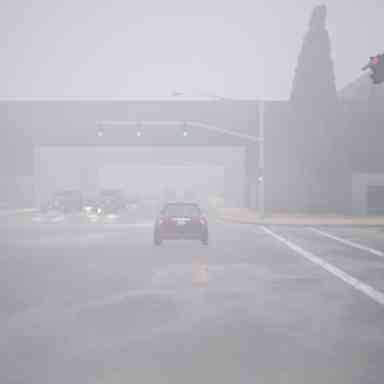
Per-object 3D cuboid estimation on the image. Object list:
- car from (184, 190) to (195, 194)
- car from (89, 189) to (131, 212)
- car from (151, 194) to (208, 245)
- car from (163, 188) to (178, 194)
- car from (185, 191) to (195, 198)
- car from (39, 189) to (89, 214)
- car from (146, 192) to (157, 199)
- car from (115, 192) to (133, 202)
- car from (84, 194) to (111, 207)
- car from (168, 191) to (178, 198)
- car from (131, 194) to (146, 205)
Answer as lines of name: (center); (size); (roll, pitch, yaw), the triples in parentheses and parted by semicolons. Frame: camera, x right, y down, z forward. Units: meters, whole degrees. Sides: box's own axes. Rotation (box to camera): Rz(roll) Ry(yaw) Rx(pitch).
car: (-0.432, 0.483, 60.778); (2.097, 1.767, 4.553); (0, 1, 0)
car: (-7.724, 0.768, 31.697); (2.150, 2.045, 5.566); (0, 1, 1)
car: (-0.470, 1.142, 14.608); (2.097, 1.767, 4.553); (0, 1, -2)
car: (-3.939, 0.368, 59.748); (2.150, 2.045, 5.566); (0, 1, 0)
car: (-0.372, 0.488, 69.311); (1.994, 1.385, 4.181); (0, 1, 0)
car: (-11.249, 0.802, 29.257); (2.150, 2.045, 5.566); (0, 1, 0)
car: (-7.441, 0.698, 60.615); (1.994, 1.385, 4.181); (0, 1, 1)
car: (-11.034, 0.752, 54.146); (1.812, 1.442, 4.674); (0, 1, 1)
car: (-11.169, 0.996, 39.612); (1.994, 1.385, 4.181); (0, 1, 0)
car: (-3.872, 0.452, 69.407); (1.812, 1.442, 4.674); (0, 1, 0)
car: (-7.638, 0.937, 42.666); (2.033, 1.411, 5.357); (0, 1, 1)
